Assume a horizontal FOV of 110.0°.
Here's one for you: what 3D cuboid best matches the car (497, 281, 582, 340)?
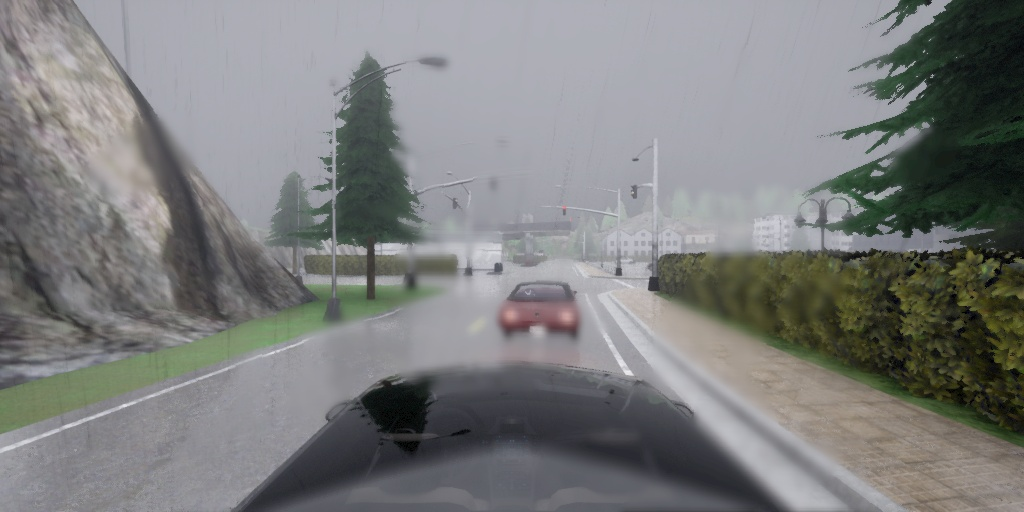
[{"bbox_3d":[0.909,1.351,10.064,1.895,1.301,4.718,0,0,8],"label":"car"}]
